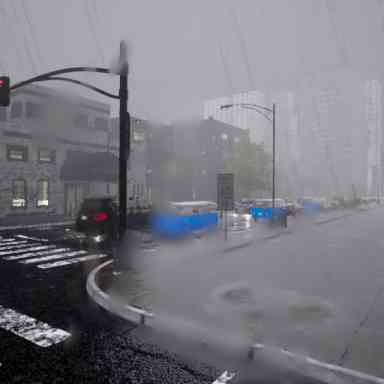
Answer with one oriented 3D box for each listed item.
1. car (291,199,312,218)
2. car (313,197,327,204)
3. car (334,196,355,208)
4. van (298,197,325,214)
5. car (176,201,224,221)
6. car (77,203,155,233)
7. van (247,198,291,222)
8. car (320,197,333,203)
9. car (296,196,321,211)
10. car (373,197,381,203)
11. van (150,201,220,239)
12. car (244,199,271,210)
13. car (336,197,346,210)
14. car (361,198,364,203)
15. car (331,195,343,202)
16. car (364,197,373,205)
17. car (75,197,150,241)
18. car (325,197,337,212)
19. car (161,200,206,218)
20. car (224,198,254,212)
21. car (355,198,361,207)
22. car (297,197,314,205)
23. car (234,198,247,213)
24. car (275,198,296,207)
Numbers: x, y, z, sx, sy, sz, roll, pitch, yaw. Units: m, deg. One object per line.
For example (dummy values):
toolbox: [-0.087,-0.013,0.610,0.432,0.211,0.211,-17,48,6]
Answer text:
car: [9.414,1.655,31.195,1.887,1.381,4.507,0,0,35]
car: [27.814,1.728,72.056,1.752,1.417,4.829,0,0,35]
car: [22.091,1.497,49.284,2.192,1.841,5.009,0,0,35]
van: [12.584,1.469,35.718,1.690,1.788,3.998,0,0,35]
car: [0.810,1.554,29.001,1.837,1.490,4.892,1,0,35]
car: [-4.653,1.528,21.207,1.837,1.490,4.892,1,0,35]
van: [6.246,1.436,26.674,1.690,1.788,3.998,0,0,35]
car: [31.080,1.792,76.717,1.947,1.339,4.313,0,0,35]
car: [15.697,1.490,44.666,2.097,1.767,4.553,1,0,35]
car: [44.271,1.899,80.938,1.947,1.339,4.313,0,0,35]
van: [-0.091,1.406,17.629,1.690,1.788,3.998,0,0,35]
car: [8.899,1.628,45.064,1.887,1.381,4.507,0,0,35]
car: [18.920,1.729,44.761,1.947,1.339,4.313,0,0,35]
car: [28.525,1.748,58.467,1.752,1.417,4.829,0,0,35]
car: [37.418,1.712,85.761,1.967,1.590,4.097,0,0,35]
car: [34.764,1.809,67.372,1.887,1.381,4.507,0,0,35]
car: [-3.354,1.265,17.338,2.150,2.045,5.566,1,0,35]
car: [15.850,1.671,40.379,1.752,1.417,4.829,0,0,35]
car: [-0.705,1.558,31.358,1.752,1.417,4.829,0,0,35]
car: [5.732,1.506,40.542,1.967,1.590,4.097,0,0,35]
car: [25.260,1.516,53.807,2.192,1.841,5.009,0,0,35]
car: [21.574,1.705,63.151,1.887,1.381,4.507,0,0,35]
car: [6.491,1.604,37.084,1.812,1.442,4.674,1,0,35]
car: [15.237,1.665,54.107,1.887,1.381,4.507,0,0,35]
